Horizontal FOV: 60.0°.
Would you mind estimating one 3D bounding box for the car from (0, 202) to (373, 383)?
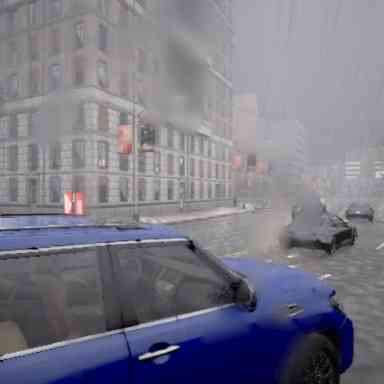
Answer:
[{"bbox_3d":[-0.901,1.219,2.886,5.566,2.045,2.150,0,0,-36],"label":"car"}]

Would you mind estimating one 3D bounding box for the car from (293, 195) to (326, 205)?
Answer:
[{"bbox_3d":[9.658,1.297,27.133,2.150,2.045,5.566,0,0,27],"label":"car"}]

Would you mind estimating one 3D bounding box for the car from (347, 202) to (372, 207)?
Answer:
[{"bbox_3d":[13.971,1.551,27.758,1.994,1.385,4.181,0,0,28],"label":"car"}]

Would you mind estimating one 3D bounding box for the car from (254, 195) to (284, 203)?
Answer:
[{"bbox_3d":[6.581,0.952,28.801,2.097,1.767,4.553,0,0,27],"label":"car"}]
